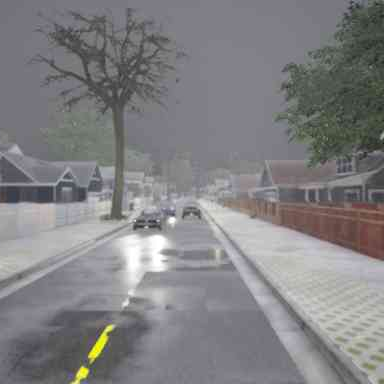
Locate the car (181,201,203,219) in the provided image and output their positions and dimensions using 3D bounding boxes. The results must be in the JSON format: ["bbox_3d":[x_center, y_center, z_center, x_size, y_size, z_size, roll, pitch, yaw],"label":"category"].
[{"bbox_3d":[-0.029,1.793,32.617,1.837,1.490,4.892,0,-1,0],"label":"car"}]

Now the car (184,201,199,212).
[{"bbox_3d":[-0.018,1.962,45.466,1.994,1.385,4.181,0,0,1],"label":"car"}]

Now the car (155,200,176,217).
[{"bbox_3d":[-2.793,1.668,35.737,2.097,1.767,4.553,0,0,0],"label":"car"}]

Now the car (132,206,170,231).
[{"bbox_3d":[-2.776,1.858,22.475,1.895,1.301,4.718,0,-1,0],"label":"car"}]
